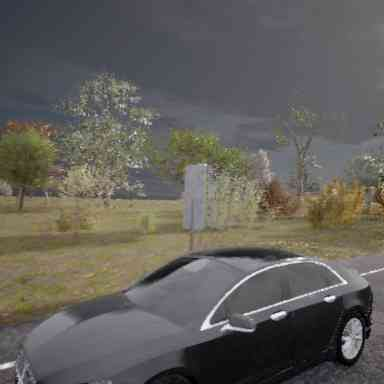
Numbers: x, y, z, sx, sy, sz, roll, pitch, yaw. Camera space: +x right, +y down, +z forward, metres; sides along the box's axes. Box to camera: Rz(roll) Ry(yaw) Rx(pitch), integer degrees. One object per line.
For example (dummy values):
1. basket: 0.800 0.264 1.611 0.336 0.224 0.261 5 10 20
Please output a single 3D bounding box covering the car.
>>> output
1. car: 0.474 1.538 4.324 4.892 1.490 1.837 1 -1 -35
